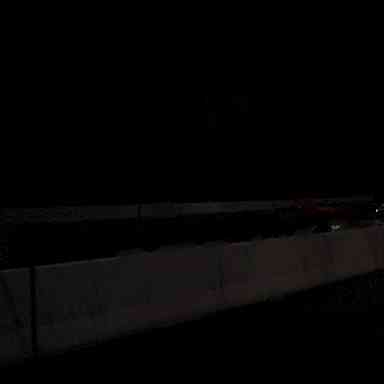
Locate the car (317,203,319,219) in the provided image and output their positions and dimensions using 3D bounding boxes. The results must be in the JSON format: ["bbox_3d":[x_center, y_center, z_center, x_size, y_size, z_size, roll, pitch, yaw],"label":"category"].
[{"bbox_3d":[12.271,1.528,28.475,5.008,1.535,1.882,0,0,-45],"label":"car"}]

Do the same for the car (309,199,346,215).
[{"bbox_3d":[14.772,1.555,36.080,2.128,1.511,4.902,0,0,43],"label":"car"}]
